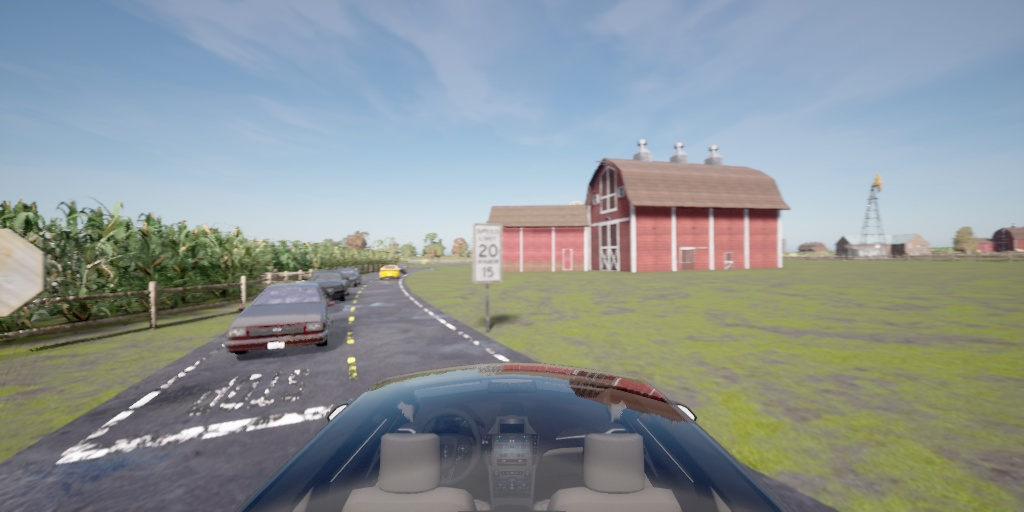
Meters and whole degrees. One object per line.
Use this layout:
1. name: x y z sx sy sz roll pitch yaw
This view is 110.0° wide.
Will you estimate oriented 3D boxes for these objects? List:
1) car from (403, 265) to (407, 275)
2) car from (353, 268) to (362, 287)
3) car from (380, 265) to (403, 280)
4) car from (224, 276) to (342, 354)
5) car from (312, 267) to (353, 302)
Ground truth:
1. car: -16.531 1.987 52.571 1.812 1.442 4.674 0 -1 -12
2. car: -13.248 1.681 28.830 2.128 1.511 4.902 0 -1 -18
3. car: -13.623 1.795 40.260 1.882 1.535 5.008 0 -1 -15
4. car: -5.844 1.449 9.657 2.033 1.411 5.357 0 -1 -24
5. car: -9.754 1.526 19.057 1.882 1.535 5.008 0 -1 -21
